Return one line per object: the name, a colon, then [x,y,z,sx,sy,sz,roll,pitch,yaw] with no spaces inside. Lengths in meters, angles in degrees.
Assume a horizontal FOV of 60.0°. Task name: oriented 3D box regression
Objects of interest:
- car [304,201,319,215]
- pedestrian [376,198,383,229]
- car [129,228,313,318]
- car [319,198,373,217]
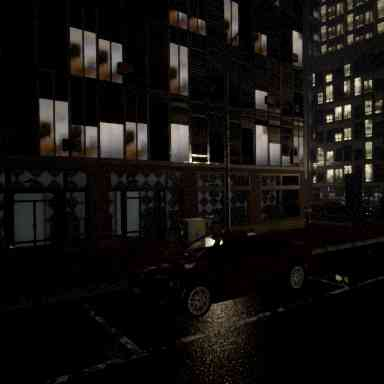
car: [9.220,1.451,31.325,2.008,1.369,4.403,-1,1,-35]
pedestrian: [10.333,1.138,17.927,0.375,1.860,0.375,-1,0,-36]
car: [0.816,1.543,7.361,4.507,1.381,1.887,0,-1,-36]
car: [13.451,1.491,29.784,1.895,1.301,4.718,-1,1,-36]
